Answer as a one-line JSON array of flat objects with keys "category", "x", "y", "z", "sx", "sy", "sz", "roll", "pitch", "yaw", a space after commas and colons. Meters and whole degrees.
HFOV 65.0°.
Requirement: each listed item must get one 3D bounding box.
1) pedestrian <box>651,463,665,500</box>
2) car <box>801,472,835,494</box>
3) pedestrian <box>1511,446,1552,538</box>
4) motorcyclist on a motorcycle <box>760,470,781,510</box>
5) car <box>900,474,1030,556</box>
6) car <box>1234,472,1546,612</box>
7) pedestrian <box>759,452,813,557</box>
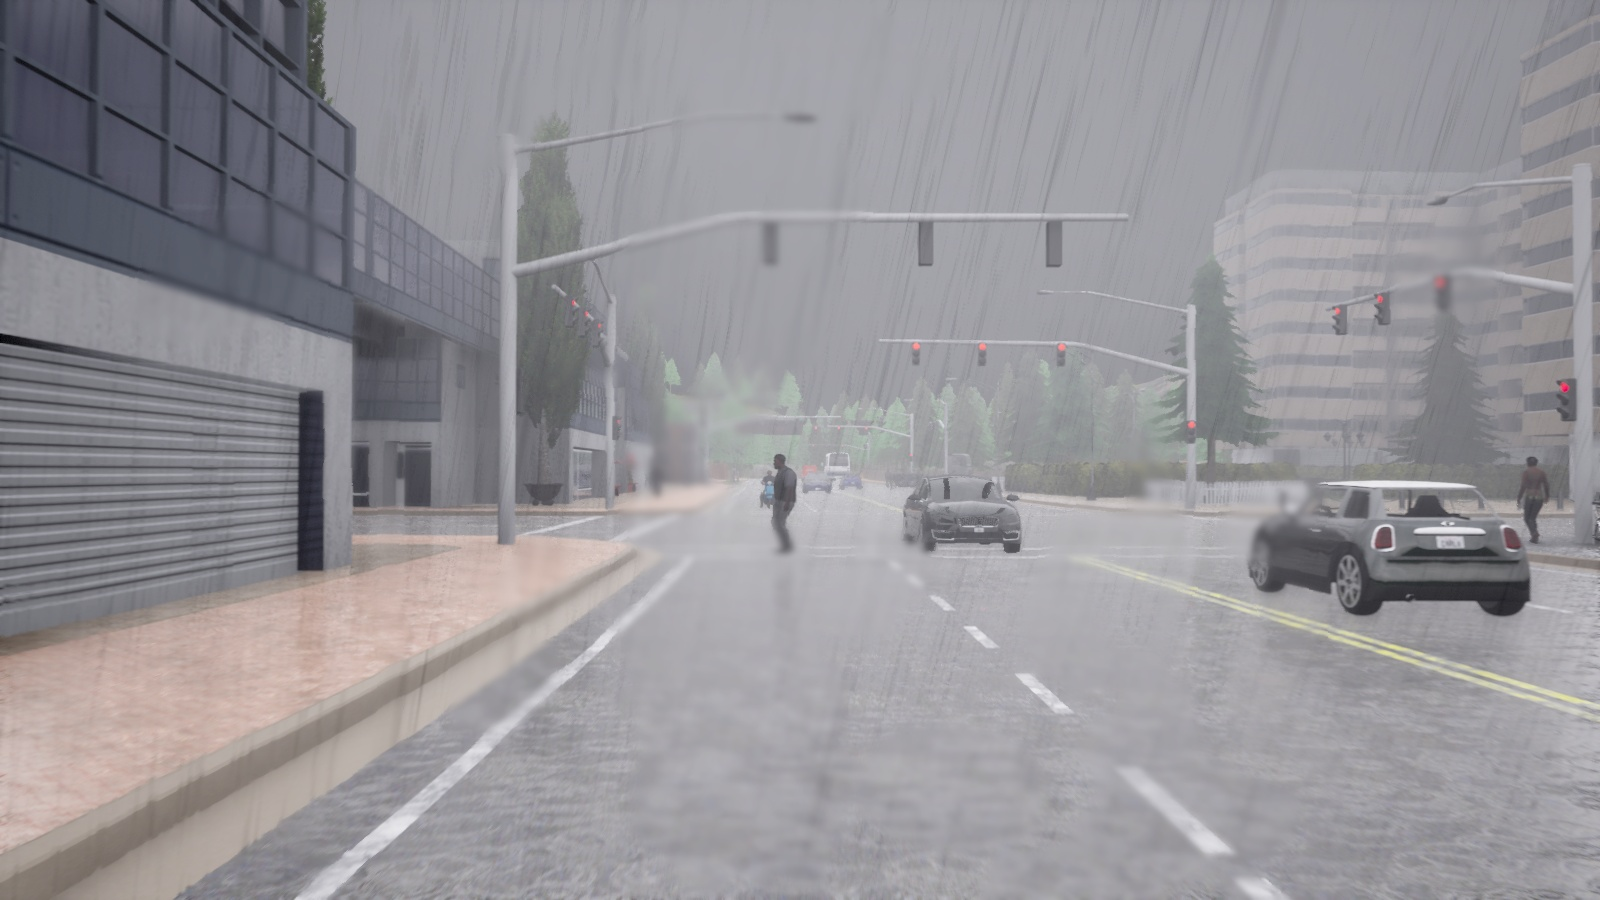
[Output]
[{"category": "pedestrian", "x": -7.095, "y": 1.552, "z": 62.766, "sx": 0.634, "sy": 1.844, "sz": 0.899, "roll": 0, "pitch": -1, "yaw": -4}, {"category": "car", "x": 1.216, "y": 2.286, "z": 88.209, "sx": 2.163, "sy": 1.488, "sz": 4.792, "roll": 0, "pitch": -1, "yaw": -2}, {"category": "pedestrian", "x": 14.740, "y": 0.838, "z": 25.310, "sx": 0.328, "sy": 1.805, "sz": 0.869, "roll": 0, "pitch": -1, "yaw": 3}, {"category": "motorcyclist on a motorcycle", "x": -1.234, "y": 1.642, "z": 51.900, "sx": 0.866, "sy": 1.590, "sz": 1.817, "roll": 0, "pitch": -1, "yaw": -2}, {"category": "car", "x": 3.230, "y": 1.233, "z": 25.492, "sx": 1.837, "sy": 1.490, "sz": 4.892, "roll": 0, "pitch": -1, "yaw": -2}, {"category": "car", "x": 6.938, "y": 1.008, "z": 15.265, "sx": 1.970, "sy": 1.475, "sz": 3.806, "roll": 0, "pitch": -1, "yaw": 0}, {"category": "pedestrian", "x": -0.262, "y": 0.977, "z": 22.881, "sx": 0.849, "sy": 1.883, "sz": 0.563, "roll": 0, "pitch": -1, "yaw": -18}]
